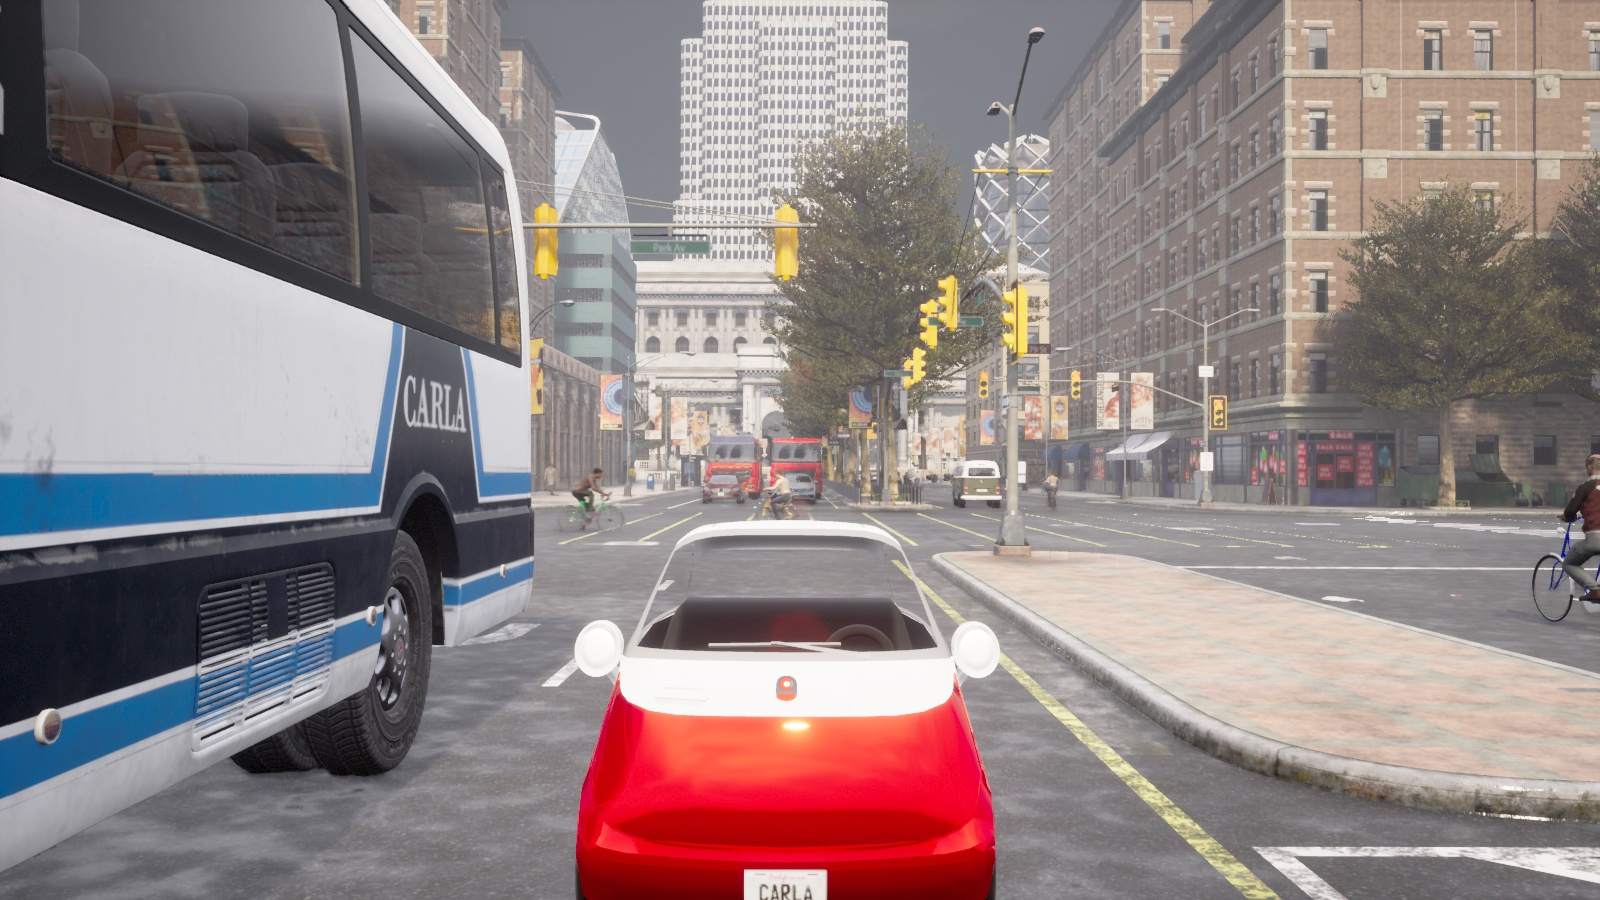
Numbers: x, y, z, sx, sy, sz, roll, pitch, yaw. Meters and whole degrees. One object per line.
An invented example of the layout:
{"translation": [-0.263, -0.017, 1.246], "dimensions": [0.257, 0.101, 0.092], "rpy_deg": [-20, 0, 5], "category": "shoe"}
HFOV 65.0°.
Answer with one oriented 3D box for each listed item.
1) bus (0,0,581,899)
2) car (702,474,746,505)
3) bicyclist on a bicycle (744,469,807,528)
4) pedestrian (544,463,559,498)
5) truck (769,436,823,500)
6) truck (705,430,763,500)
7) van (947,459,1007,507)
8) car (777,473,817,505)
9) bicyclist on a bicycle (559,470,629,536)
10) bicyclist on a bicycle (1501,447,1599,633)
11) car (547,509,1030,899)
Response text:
{"translation": [-3.542, -0.482, 3.917], "dimensions": [3.944, 4.253, 10.273], "rpy_deg": [0, -1, 0], "category": "bus"}
{"translation": [-3.653, 1.877, 61.008], "dimensions": [1.812, 1.442, 4.674], "rpy_deg": [0, -1, 1], "category": "car"}
{"translation": [-0.680, 1.343, 35.145], "dimensions": [1.509, 1.612, 0.866], "rpy_deg": [-1, 0, 36], "category": "bicyclist on a bicycle"}
{"translation": [-13.726, 1.687, 69.317], "dimensions": [0.659, 1.952, 0.873], "rpy_deg": [0, -1, 0], "category": "pedestrian"}
{"translation": [-0.204, 1.037, 71.874], "dimensions": [2.891, 3.462, 7.936], "rpy_deg": [0, -1, 0], "category": "truck"}
{"translation": [-3.707, 0.879, 72.521], "dimensions": [2.891, 3.827, 8.468], "rpy_deg": [0, -1, 0], "category": "truck"}
{"translation": [7.822, 1.443, 55.878], "dimensions": [2.069, 2.038, 4.480], "rpy_deg": [0, -1, 1], "category": "van"}
{"translation": [-0.118, 1.859, 60.803], "dimensions": [1.812, 1.442, 4.674], "rpy_deg": [0, -1, 1], "category": "car"}
{"translation": [-5.124, 1.313, 31.326], "dimensions": [1.656, 1.620, 0.582], "rpy_deg": [0, -1, 0], "category": "bicyclist on a bicycle"}
{"translation": [7.942, 0.866, 12.700], "dimensions": [0.659, 1.776, 1.843], "rpy_deg": [0, -1, 0], "category": "bicyclist on a bicycle"}
{"translation": [-0.039, 0.953, 4.966], "dimensions": [1.481, 1.376, 2.207], "rpy_deg": [0, -1, 0], "category": "car"}
